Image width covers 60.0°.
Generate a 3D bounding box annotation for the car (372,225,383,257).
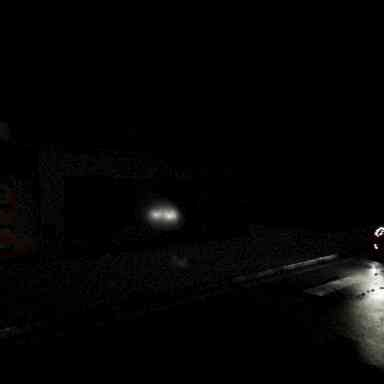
[{"bbox_3d":[8.056,1.273,11.293,4.553,1.767,2.097,-1,0,-37],"label":"car"}]
